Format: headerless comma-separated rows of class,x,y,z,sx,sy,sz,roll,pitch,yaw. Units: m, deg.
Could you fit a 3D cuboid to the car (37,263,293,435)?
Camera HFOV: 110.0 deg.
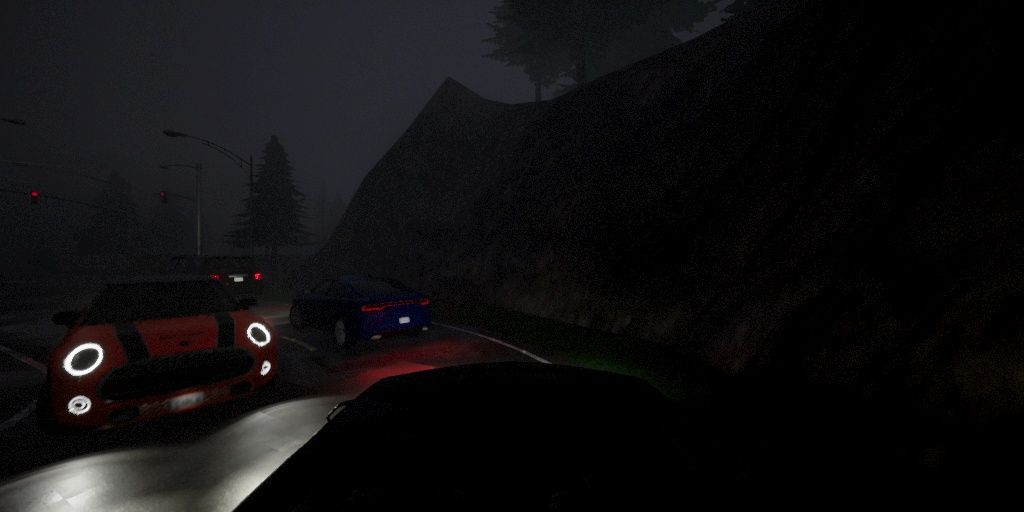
car,-5.469,1.102,5.688,4.553,1.767,2.097,0,0,42

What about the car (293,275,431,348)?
car,-4.114,1.228,9.401,5.008,1.535,1.882,0,0,43

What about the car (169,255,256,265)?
car,-12.624,0.971,14.645,5.566,2.045,2.150,0,0,27
